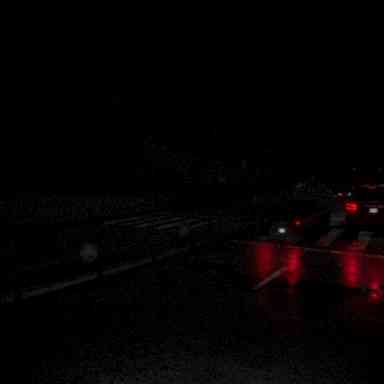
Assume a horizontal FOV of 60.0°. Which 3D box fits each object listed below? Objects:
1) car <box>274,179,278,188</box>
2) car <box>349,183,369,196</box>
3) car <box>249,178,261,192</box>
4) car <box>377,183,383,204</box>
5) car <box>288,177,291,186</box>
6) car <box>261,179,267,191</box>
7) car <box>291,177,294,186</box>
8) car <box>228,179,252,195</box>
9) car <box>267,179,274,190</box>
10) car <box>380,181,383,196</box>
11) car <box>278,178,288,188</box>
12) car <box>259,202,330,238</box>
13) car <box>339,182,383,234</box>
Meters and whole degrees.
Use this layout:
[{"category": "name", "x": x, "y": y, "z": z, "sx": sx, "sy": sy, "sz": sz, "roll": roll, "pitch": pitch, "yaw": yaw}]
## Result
[{"category": "car", "x": 10.233, "y": -1.206, "z": 50.776, "sx": 4.553, "sy": 1.767, "sz": 2.185, "roll": -1, "pitch": 3, "yaw": 8}, {"category": "car", "x": 19.625, "y": -0.372, "z": 38.930, "sx": 1.895, "sy": 1.301, "sz": 4.718, "roll": 1, "pitch": 4, "yaw": 29}, {"category": "car", "x": 6.021, "y": -0.619, "z": 43.011, "sx": 4.892, "sy": 1.521, "sz": 2.231, "roll": -1, "pitch": 3, "yaw": 10}, {"category": "car", "x": 17.027, "y": 0.092, "z": 28.418, "sx": 1.882, "sy": 1.535, "sz": 5.008, "roll": 1, "pitch": 4, "yaw": 31}, {"category": "car", "x": 14.304, "y": -1.535, "z": 58.648, "sx": 4.892, "sy": 1.521, "sz": 2.231, "roll": 0, "pitch": 3, "yaw": 7}, {"category": "car", "x": 7.456, "y": -0.734, "z": 45.596, "sx": 4.674, "sy": 1.452, "sz": 2.002, "roll": -1, "pitch": 3, "yaw": 9}, {"category": "car", "x": 15.603, "y": -1.685, "z": 61.303, "sx": 4.892, "sy": 1.521, "sz": 2.231, "roll": -1, "pitch": 3, "yaw": 6}, {"category": "car", "x": 4.517, "y": -0.434, "z": 40.460, "sx": 4.792, "sy": 1.488, "sz": 2.163, "roll": -1, "pitch": 3, "yaw": 10}, {"category": "car", "x": 8.878, "y": -0.928, "z": 48.173, "sx": 5.008, "sy": 1.535, "sz": 2.097, "roll": -1, "pitch": 3, "yaw": 9}, {"category": "car", "x": 22.969, "y": -0.504, "z": 38.760, "sx": 1.882, "sy": 1.535, "sz": 5.008, "roll": 1, "pitch": 4, "yaw": 29}, {"category": "car", "x": 12.984, "y": -1.384, "z": 56.008, "sx": 4.892, "sy": 1.521, "sz": 2.231, "roll": -1, "pitch": 3, "yaw": 7}, {"category": "car", "x": 4.710, "y": 1.084, "z": 14.670, "sx": 1.895, "sy": 1.301, "sz": 4.718, "roll": 1, "pitch": 4, "yaw": 34}, {"category": "car", "x": 8.271, "y": 0.662, "z": 14.611, "sx": 2.150, "sy": 2.045, "sz": 5.566, "roll": 1, "pitch": 3, "yaw": 34}]
